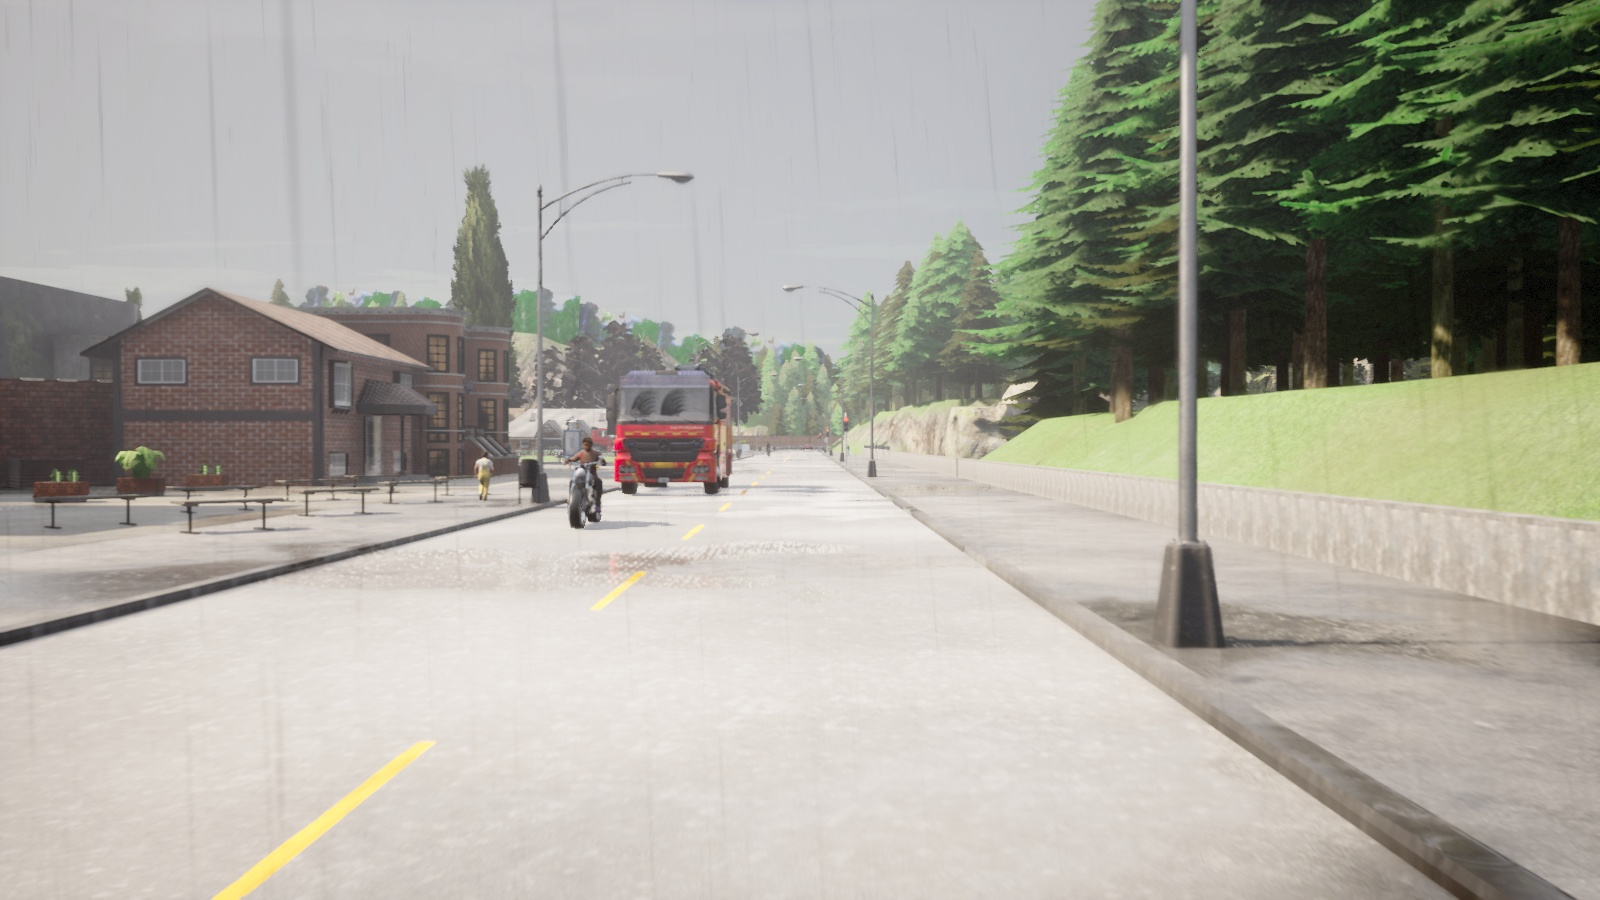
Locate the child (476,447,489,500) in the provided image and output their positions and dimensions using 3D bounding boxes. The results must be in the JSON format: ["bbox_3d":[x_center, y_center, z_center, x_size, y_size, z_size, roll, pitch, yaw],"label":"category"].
[{"bbox_3d":[-7.663,0.559,30.322,0.270,1.263,0.437,0,0,-7],"label":"child"}]

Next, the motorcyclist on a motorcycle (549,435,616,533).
[{"bbox_3d":[-3.853,0.567,22.444,0.766,1.649,2.350,0,0,1],"label":"motorcyclist on a motorcycle"}]

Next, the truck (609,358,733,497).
[{"bbox_3d":[-3.756,-0.639,38.677,2.891,3.827,8.468,0,0,0],"label":"truck"}]
